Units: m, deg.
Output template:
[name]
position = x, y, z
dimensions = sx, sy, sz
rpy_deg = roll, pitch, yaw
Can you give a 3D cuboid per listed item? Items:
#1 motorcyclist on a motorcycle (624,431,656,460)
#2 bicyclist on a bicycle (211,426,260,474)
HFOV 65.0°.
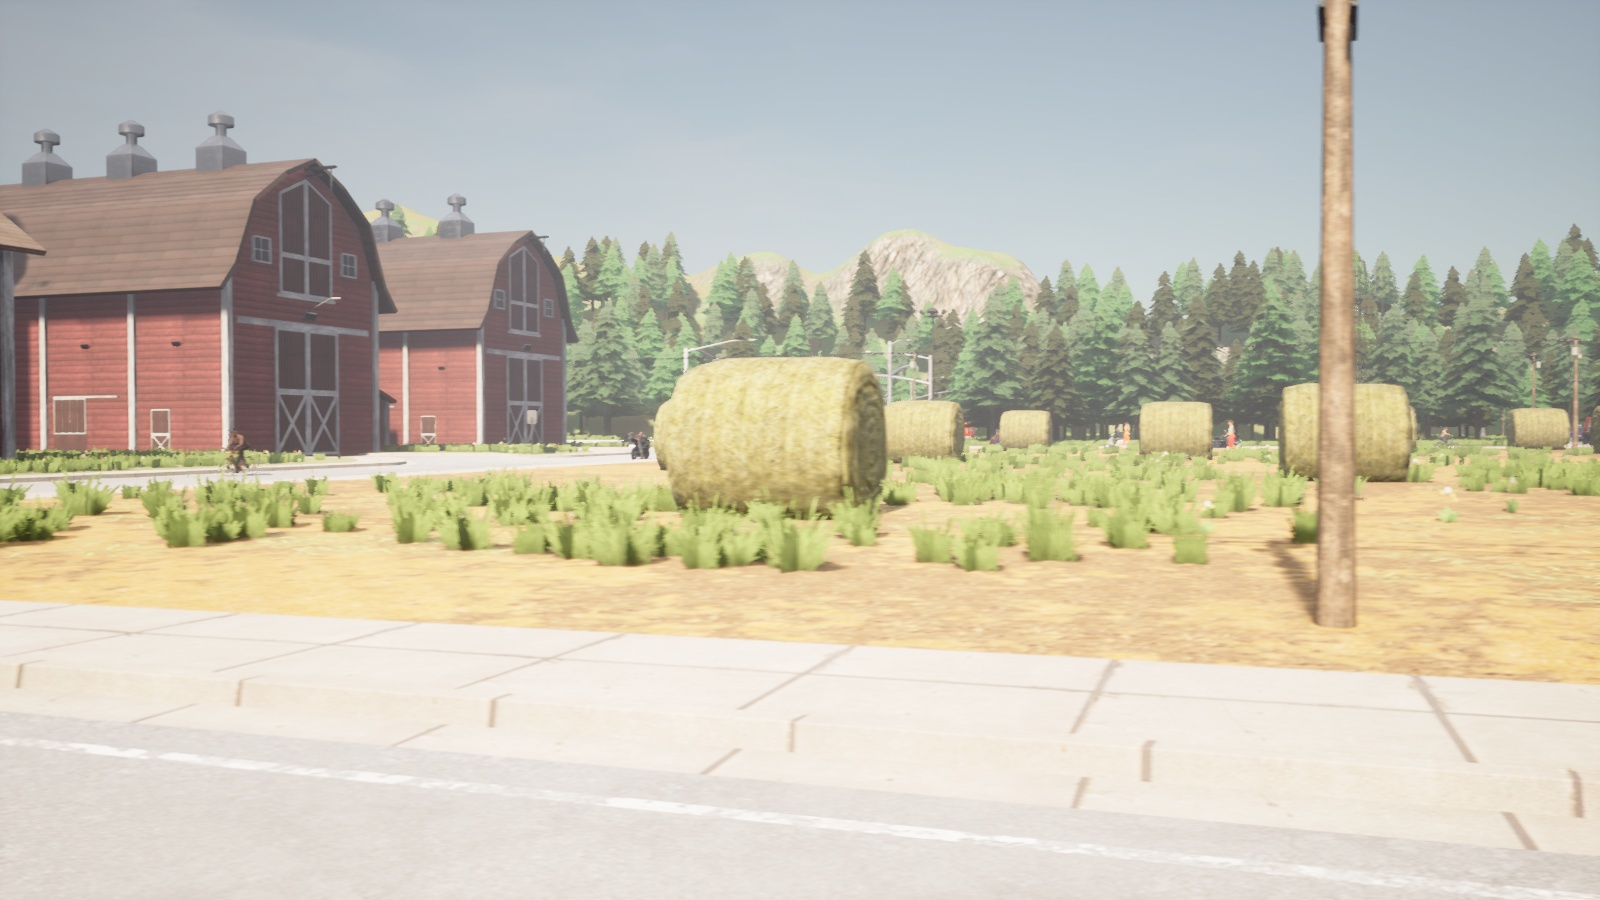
[motorcyclist on a motorcycle]
position = -8.506, -0.269, 66.798
dimensions = 0.866, 1.530, 2.191
rpy_deg = 1, 1, 18
[bicyclist on a bicycle]
position = -19.592, -0.020, 43.632
dimensions = 0.582, 1.620, 1.656
rpy_deg = 1, 1, 18
